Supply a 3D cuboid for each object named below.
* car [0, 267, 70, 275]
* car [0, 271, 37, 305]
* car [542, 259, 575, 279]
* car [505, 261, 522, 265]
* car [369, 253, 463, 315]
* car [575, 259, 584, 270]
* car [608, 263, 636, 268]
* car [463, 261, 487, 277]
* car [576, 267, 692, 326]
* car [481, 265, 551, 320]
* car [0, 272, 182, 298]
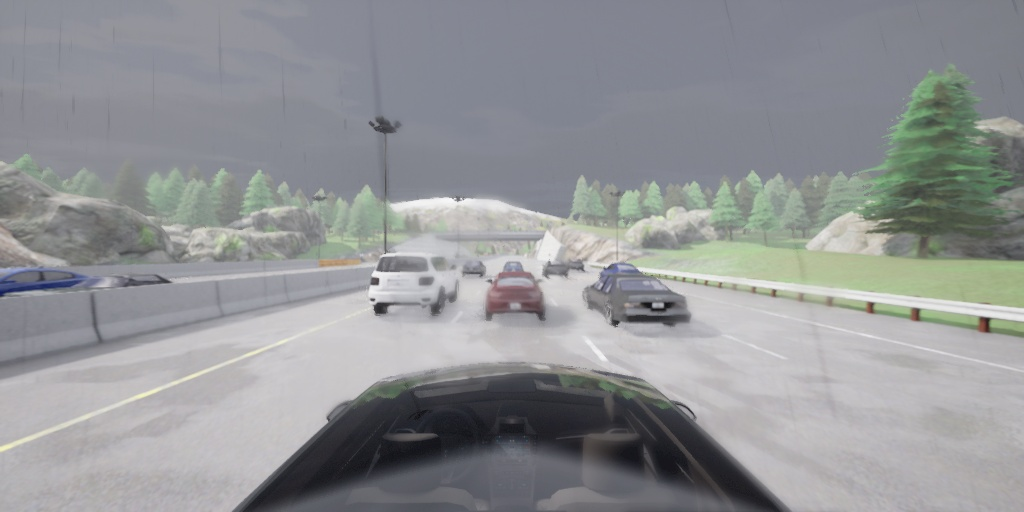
[{"bbox_3d":[-17.508,1.171,12.516,1.882,1.535,5.008,0,0,0],"label":"car"},{"bbox_3d":[-21.004,1.293,12.777,1.895,1.301,4.718,0,0,0],"label":"car"},{"bbox_3d":[3.613,1.095,30.325,2.128,1.511,4.902,0,0,0],"label":"car"},{"bbox_3d":[0.113,1.146,31.133,2.033,1.411,5.357,0,0,0],"label":"car"},{"bbox_3d":[-3.393,0.911,13.388,2.150,2.045,5.566,0,0,0],"label":"car"},{"bbox_3d":[7.116,1.037,41.636,2.128,1.511,4.902,0,0,0],"label":"car"},{"bbox_3d":[7.110,1.164,23.554,1.812,1.442,4.674,0,0,0],"label":"car"},{"bbox_3d":[-3.388,1.138,32.629,2.033,1.411,5.357,0,0,0],"label":"car"},{"bbox_3d":[3.605,1.248,11.359,2.033,1.411,5.357,0,0,0],"label":"car"},{"bbox_3d":[0.105,1.221,12.275,1.812,1.442,4.674,0,0,0],"label":"car"},{"bbox_3d":[-14.006,1.294,12.612,1.895,1.301,4.718,0,0,0],"label":"car"}]
